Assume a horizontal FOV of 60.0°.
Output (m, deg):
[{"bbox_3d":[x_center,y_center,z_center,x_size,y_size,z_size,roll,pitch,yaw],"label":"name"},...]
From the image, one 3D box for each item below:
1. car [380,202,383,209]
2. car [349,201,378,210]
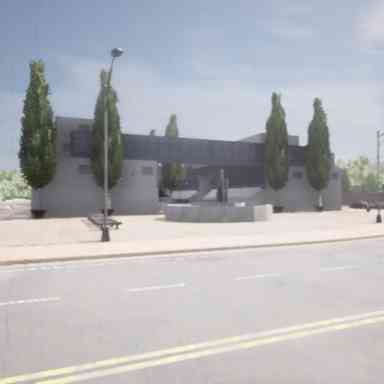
[{"bbox_3d":[33.039,2.392,58.879,1.994,1.385,4.181,0,-1,-11],"label":"car"},{"bbox_3d":[29.643,2.298,57.985,1.882,1.535,5.008,0,-1,-11],"label":"car"}]
